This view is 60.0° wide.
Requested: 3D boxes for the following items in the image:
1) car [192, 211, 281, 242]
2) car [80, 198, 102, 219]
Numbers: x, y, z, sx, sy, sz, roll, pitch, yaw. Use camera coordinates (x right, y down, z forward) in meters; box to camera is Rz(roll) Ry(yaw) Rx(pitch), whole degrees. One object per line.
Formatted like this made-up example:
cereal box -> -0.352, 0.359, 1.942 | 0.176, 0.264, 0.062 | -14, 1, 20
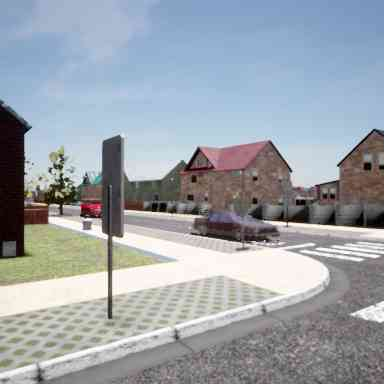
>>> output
car -> 2.097, 1.723, 17.640 | 2.033, 1.411, 5.357 | 0, -1, -34
car -> -10.407, 1.715, 35.970 | 2.150, 2.045, 5.566 | 0, -1, -34
